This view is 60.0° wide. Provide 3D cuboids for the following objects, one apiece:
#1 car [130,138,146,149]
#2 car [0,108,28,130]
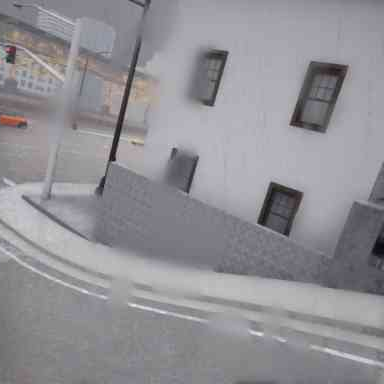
[{"bbox_3d":[-6.729,-7.105,48.457,1.882,1.535,5.008,24,13,35],"label":"car"},{"bbox_3d":[-18.538,-7.374,32.537,2.097,1.767,4.553,24,13,34],"label":"car"}]
